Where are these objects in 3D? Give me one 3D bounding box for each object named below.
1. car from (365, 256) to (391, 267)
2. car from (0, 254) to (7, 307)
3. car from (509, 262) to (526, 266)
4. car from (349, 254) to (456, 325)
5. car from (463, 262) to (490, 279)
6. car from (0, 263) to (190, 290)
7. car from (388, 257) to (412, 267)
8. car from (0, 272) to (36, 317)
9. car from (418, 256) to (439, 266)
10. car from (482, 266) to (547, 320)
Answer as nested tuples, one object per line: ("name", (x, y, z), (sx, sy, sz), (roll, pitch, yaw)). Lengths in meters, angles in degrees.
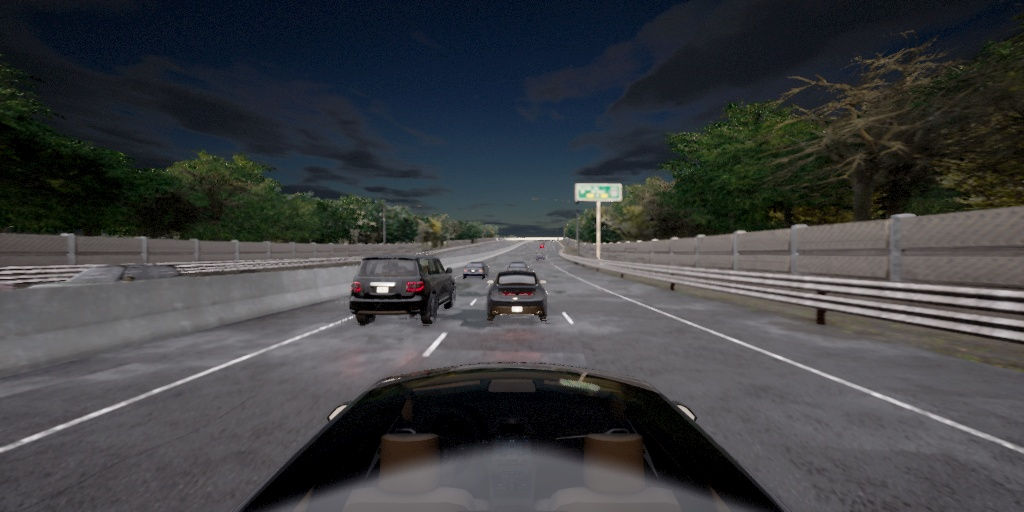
("car", (-19.896, 0.771, 53.459), (1.812, 1.442, 4.674), (0, 1, 3))
("car", (-21.046, 0.959, 11.376), (2.150, 2.045, 5.566), (0, 0, 1))
("car", (0.487, 1.186, 30.894), (2.033, 1.411, 5.357), (0, 1, 1))
("car", (-3.341, 0.968, 12.004), (2.150, 2.045, 5.566), (0, 0, 1))
("car", (-3.016, 1.186, 30.753), (2.033, 1.411, 5.357), (0, 1, 1))
("car", (-14.028, 1.092, 12.680), (2.097, 1.767, 4.553), (0, 0, 1))
("car", (-16.423, 0.859, 52.921), (1.895, 1.301, 4.718), (0, 1, 3))
("car", (-17.553, 1.266, 10.182), (1.812, 1.442, 4.674), (0, 0, 0))
("car", (-12.806, 0.729, 55.253), (1.812, 1.442, 4.674), (0, 1, 3))
("car", (0.168, 1.252, 12.554), (1.837, 1.490, 4.892), (0, 0, 1))
